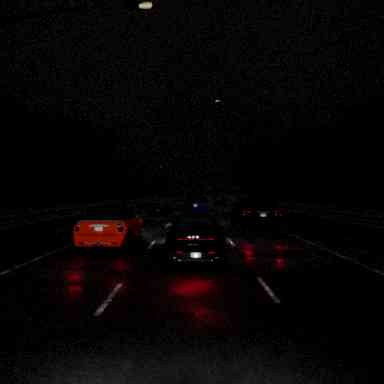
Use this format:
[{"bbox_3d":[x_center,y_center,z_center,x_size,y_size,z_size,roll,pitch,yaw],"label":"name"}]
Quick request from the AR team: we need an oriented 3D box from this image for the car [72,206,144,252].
[{"bbox_3d":[-3.370,1.365,14.187,2.097,1.767,4.553,0,0,0],"label":"car"}]

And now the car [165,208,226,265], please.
[{"bbox_3d":[0.118,1.513,11.696,1.837,1.490,4.892,0,0,0],"label":"car"}]

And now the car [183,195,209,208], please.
[{"bbox_3d":[0.366,1.278,31.209,2.150,2.045,5.566,0,0,1],"label":"car"}]

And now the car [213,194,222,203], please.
[{"bbox_3d":[6.255,1.637,82.697,2.150,2.045,5.566,0,0,4],"label":"car"}]

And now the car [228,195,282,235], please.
[{"bbox_3d":[3.563,1.239,19.155,2.150,2.045,5.566,0,0,1],"label":"car"}]

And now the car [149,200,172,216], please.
[{"bbox_3d":[-3.081,1.542,33.391,1.882,1.535,5.008,0,0,1],"label":"car"}]

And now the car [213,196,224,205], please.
[{"bbox_3d":[5.204,1.625,66.783,2.097,1.767,4.553,0,0,3],"label":"car"}]

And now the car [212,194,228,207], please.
[{"bbox_3d":[4.581,1.533,54.902,2.097,1.767,4.553,0,0,3],"label":"car"}]
